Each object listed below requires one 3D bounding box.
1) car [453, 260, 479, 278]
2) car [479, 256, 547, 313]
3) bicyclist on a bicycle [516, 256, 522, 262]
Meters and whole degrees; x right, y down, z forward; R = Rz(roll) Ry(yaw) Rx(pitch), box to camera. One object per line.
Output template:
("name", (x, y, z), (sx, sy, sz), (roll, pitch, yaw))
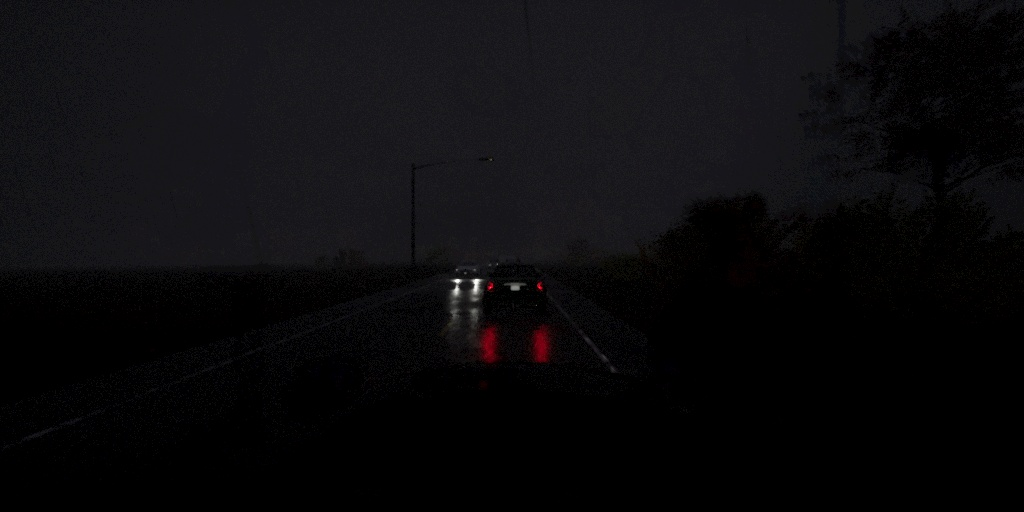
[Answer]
("car", (-3.583, 1.035, 29.917), (1.812, 1.442, 4.674), (0, 0, 0))
("car", (0.103, 1.003, 13.493), (2.097, 1.767, 4.553), (0, 1, 0))
("bicyclist on a bicycle", (0.963, 0.776, 49.979), (0.866, 1.612, 1.509), (0, 0, 0))
